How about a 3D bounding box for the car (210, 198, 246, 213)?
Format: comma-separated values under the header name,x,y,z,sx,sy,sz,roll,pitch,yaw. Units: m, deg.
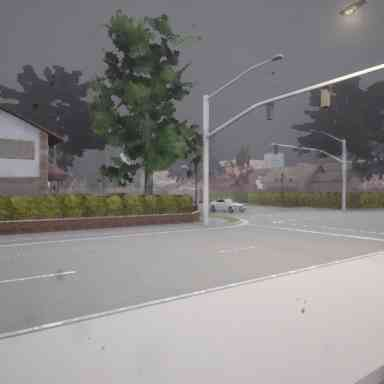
name,x,y,z,sx,sy,sz,roll,pitch,yaw
car,3.795,1.435,36.354,1.812,1.442,4.674,0,0,-36
